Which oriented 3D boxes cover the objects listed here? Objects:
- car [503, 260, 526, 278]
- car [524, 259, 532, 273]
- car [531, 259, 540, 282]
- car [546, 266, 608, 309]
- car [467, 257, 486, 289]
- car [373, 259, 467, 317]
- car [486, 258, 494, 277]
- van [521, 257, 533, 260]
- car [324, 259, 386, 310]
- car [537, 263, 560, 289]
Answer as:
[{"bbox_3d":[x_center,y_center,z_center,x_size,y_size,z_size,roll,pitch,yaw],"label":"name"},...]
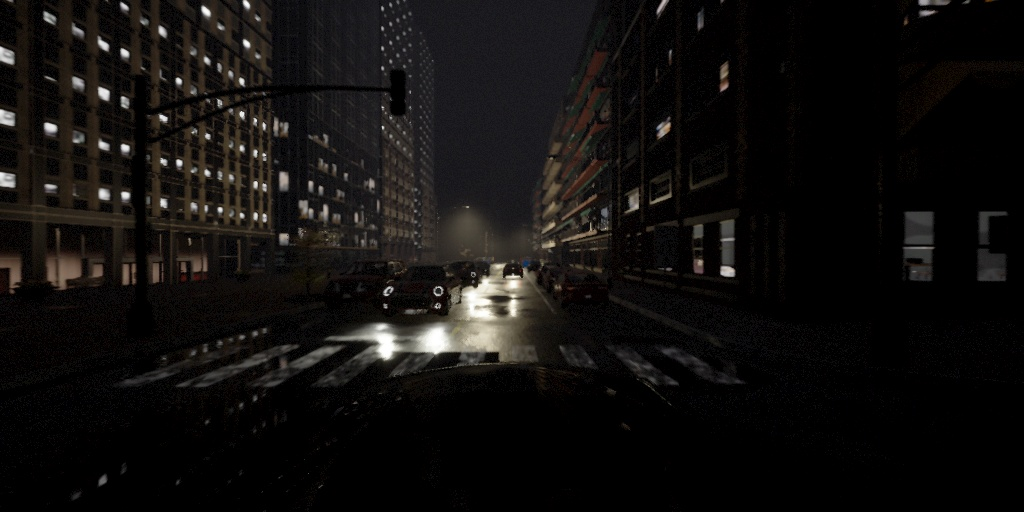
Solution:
[{"bbox_3d":[0.099,1.352,34.238,1.895,1.301,4.718,0,0,0],"label":"car"},{"bbox_3d":[2.687,1.322,42.500,1.948,1.339,4.313,0,0,0],"label":"car"},{"bbox_3d":[2.688,1.189,25.918,1.967,1.591,4.097,0,0,0],"label":"car"},{"bbox_3d":[2.688,1.294,14.863,1.888,1.381,4.507,0,0,0],"label":"car"},{"bbox_3d":[-3.084,1.101,23.194,2.097,1.767,4.553,0,0,0],"label":"car"},{"bbox_3d":[-3.090,1.101,13.140,2.097,1.767,4.553,0,0,0],"label":"car"},{"bbox_3d":[-3.072,1.230,35.017,1.882,1.535,5.008,0,0,0],"label":"car"},{"bbox_3d":[2.688,1.109,59.083,1.690,1.789,3.998,0,0,0],"label":"van"},{"bbox_3d":[-5.692,1.064,14.863,2.192,1.841,5.009,0,0,0],"label":"car"},{"bbox_3d":[2.688,1.294,20.390,1.888,1.381,4.507,0,0,0],"label":"car"}]
